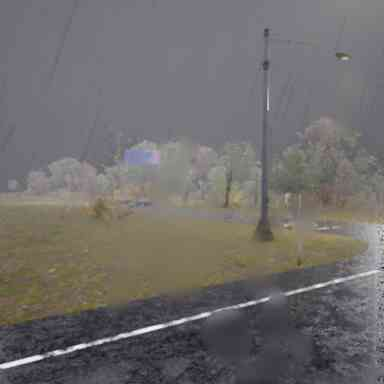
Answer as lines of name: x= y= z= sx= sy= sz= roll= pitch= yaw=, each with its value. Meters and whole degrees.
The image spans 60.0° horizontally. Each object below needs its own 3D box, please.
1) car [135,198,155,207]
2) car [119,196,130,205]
car: x=-7.755 y=1.713 z=54.442 sx=1.837 sy=1.490 sz=4.892 roll=1 pitch=0 yaw=-33
car: x=-13.441 y=1.546 z=62.921 sx=2.097 sy=1.767 sz=4.553 roll=1 pitch=0 yaw=-34
